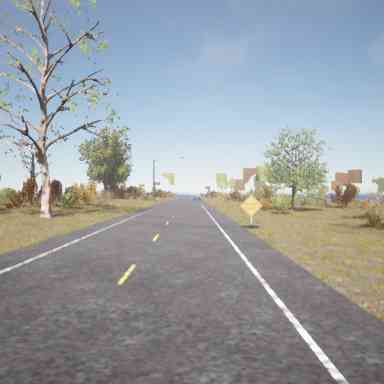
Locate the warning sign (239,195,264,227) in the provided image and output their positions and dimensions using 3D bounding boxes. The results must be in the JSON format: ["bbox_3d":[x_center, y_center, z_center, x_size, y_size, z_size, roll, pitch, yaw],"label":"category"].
[{"bbox_3d":[3.545,1.106,19.862,1.300,1.860,1.060,0,0,0],"label":"warning sign"}]

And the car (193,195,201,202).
[{"bbox_3d":[1.222,1.600,84.825,2.097,1.767,4.553,0,0,0],"label":"car"}]
